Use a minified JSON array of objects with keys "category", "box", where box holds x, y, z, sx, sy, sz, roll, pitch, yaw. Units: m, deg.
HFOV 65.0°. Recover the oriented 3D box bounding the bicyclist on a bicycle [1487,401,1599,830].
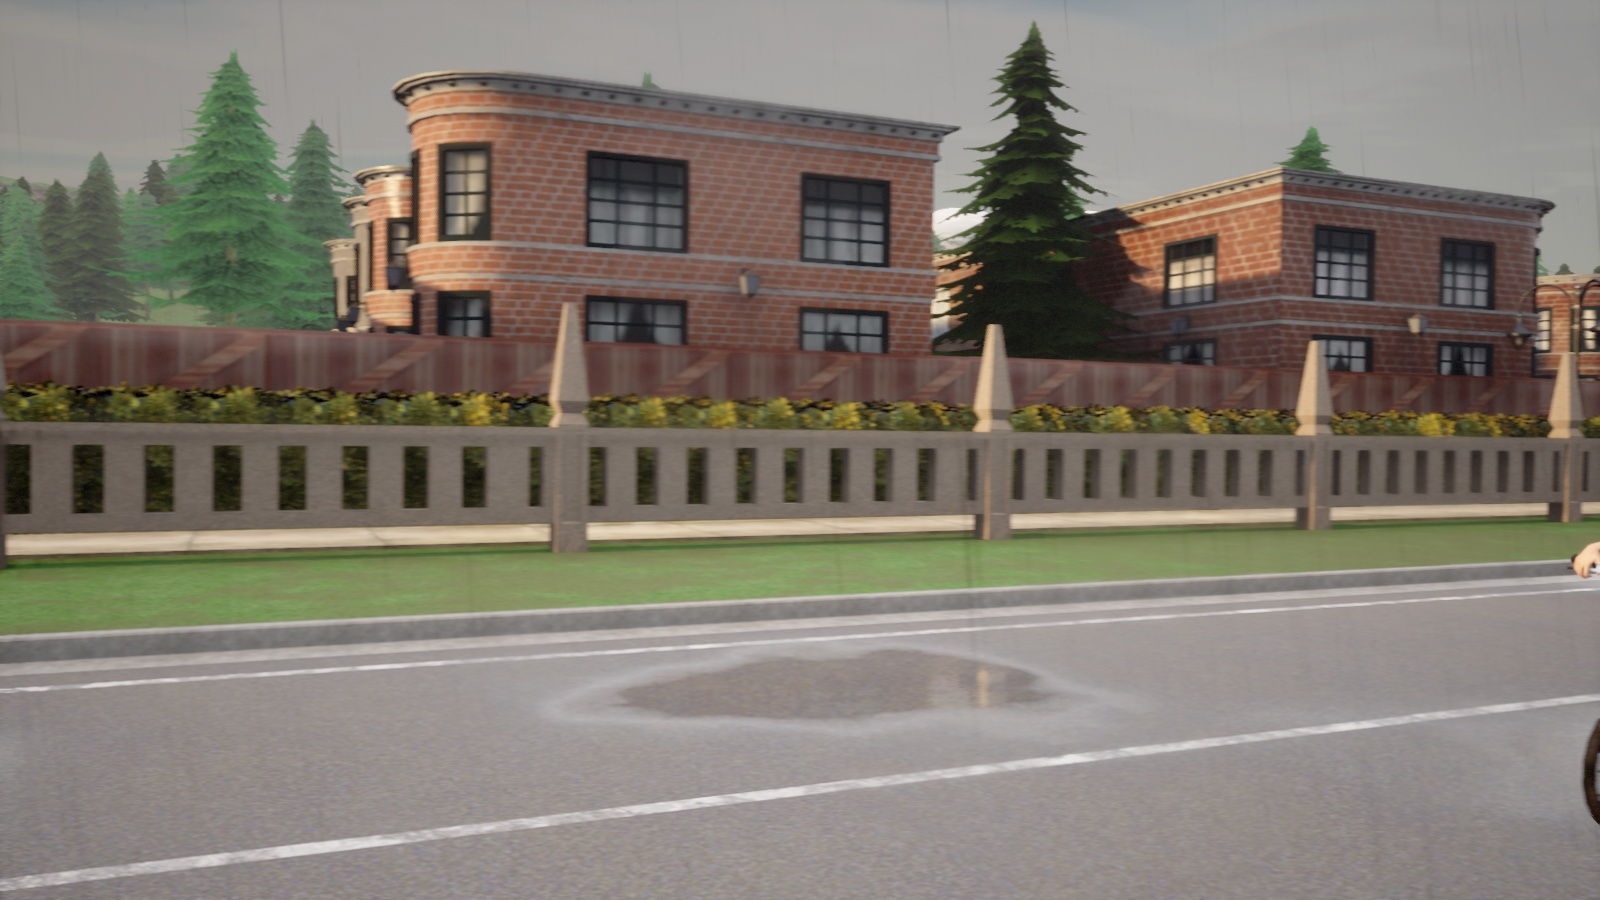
[{"category":"bicyclist on a bicycle","box":[3.681,0.611,5.050,1.509,1.612,0.866,-1,1,-24]}]
